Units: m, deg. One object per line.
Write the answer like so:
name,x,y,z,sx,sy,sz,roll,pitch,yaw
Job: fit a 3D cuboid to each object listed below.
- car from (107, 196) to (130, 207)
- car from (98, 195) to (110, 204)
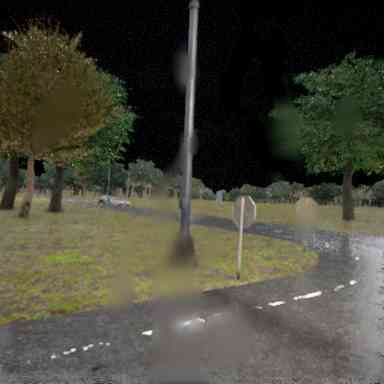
car,-12.164,1.754,56.174,1.895,1.301,4.718,4,-1,-34
car,-15.851,1.380,61.711,2.097,1.767,4.553,4,-1,-33
